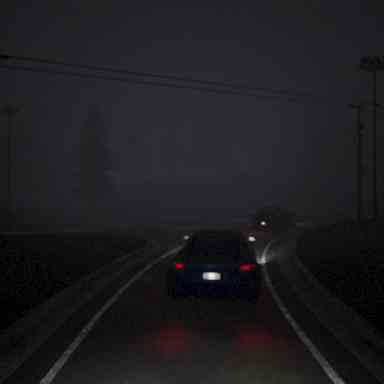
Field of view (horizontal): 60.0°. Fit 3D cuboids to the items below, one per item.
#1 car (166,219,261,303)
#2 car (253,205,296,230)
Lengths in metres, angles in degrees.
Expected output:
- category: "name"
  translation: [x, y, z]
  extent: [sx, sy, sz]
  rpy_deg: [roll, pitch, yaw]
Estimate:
- category: "car"
  translation: [0.656, 1.614, 8.430]
  extent: [1.994, 1.385, 4.181]
  rpy_deg: [0, 0, 8]
- category: "car"
  translation: [5.616, 1.638, 22.404]
  extent: [1.837, 1.490, 4.892]
  rpy_deg: [-1, 0, 31]
